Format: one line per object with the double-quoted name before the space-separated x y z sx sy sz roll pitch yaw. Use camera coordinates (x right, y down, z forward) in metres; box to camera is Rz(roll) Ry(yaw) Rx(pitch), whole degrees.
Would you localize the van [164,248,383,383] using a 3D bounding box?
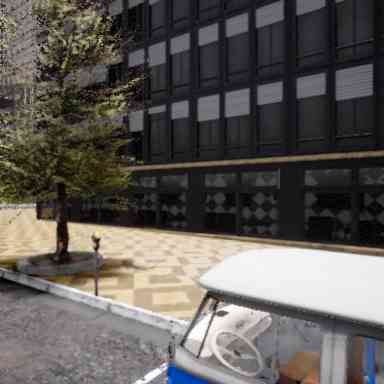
"van" 1.631 1.345 1.725 3.998 1.788 1.690 1 0 35
